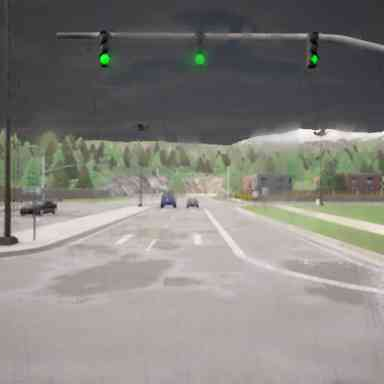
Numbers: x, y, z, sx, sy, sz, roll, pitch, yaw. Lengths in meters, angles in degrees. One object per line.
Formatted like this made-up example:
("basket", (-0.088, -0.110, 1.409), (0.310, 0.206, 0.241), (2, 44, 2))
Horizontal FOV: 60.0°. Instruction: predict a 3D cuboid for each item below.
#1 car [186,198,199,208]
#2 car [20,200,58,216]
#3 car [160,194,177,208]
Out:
("car", (0.098, 1.628, 48.559), (2.033, 1.411, 5.357), (0, 0, 0))
("car", (-15.071, 1.533, 32.988), (1.882, 1.535, 5.008), (0, 0, 0))
("car", (-3.421, 1.303, 48.906), (2.150, 2.045, 5.566), (0, 0, 0))
